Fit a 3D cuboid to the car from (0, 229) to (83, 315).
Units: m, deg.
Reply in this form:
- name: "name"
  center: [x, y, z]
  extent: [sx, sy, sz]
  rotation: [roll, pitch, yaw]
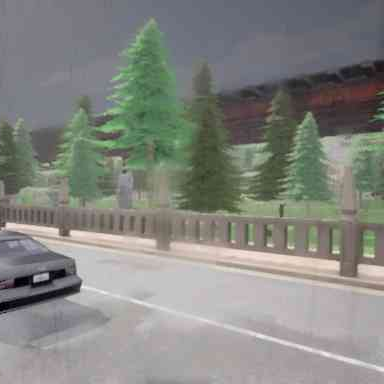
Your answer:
- name: "car"
  center: [-4.684, 1.555, 7.382]
  extent: [5.357, 1.411, 2.033]
  rotation: [0, 0, 37]
